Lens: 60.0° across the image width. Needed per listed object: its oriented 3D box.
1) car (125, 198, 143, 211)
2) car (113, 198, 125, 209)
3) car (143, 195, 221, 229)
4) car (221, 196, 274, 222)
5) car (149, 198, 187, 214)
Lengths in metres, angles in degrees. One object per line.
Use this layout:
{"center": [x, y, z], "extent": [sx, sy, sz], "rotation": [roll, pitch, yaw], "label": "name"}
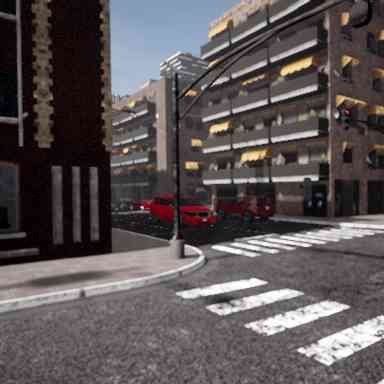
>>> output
{"center": [-5.705, 1.453, 39.001], "extent": [1.887, 1.381, 4.507], "rotation": [-1, 1, -35], "label": "car"}
{"center": [-8.922, 1.459, 43.521], "extent": [2.008, 1.369, 4.403], "rotation": [-1, 1, -35], "label": "car"}
{"center": [-0.829, 1.284, 22.328], "extent": [2.150, 2.045, 5.566], "rotation": [-1, 2, -35], "label": "car"}
{"center": [3.944, 1.224, 25.435], "extent": [2.192, 1.841, 5.009], "rotation": [-1, 1, -35], "label": "car"}
{"center": [-2.586, 1.434, 34.618], "extent": [1.752, 1.417, 4.829], "rotation": [-1, 1, -35], "label": "car"}
